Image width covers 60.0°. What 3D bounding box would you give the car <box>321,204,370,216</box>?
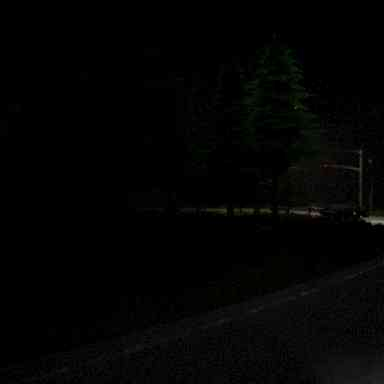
[{"bbox_3d":[14.791,1.868,32.629,2.033,1.411,5.357,1,0,-12],"label":"car"}]
